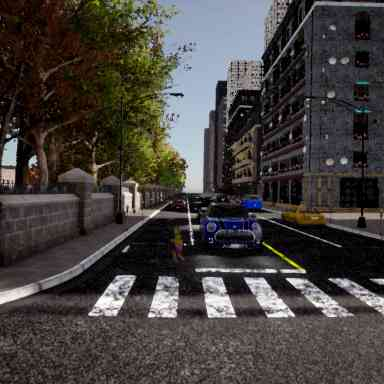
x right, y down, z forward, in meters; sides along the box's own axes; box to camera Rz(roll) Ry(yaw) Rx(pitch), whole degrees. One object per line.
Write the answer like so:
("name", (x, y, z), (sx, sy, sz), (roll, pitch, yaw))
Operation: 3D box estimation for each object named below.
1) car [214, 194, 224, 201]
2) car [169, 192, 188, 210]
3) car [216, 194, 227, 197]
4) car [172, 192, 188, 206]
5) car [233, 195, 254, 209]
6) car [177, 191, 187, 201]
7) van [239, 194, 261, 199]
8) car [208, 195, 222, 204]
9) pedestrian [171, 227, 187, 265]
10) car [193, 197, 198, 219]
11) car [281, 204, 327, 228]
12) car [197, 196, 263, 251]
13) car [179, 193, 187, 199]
("car", (6.169, 1.191, 76.833), (2.008, 1.369, 4.403), (1, 0, -1))
("car", (-1.556, 1.138, 37.924), (1.967, 1.590, 4.097), (1, 0, -1))
("car", (4.082, 1.107, 46.709), (2.097, 1.767, 4.553), (1, 0, 0))
("car", (-1.739, 0.952, 48.999), (2.192, 1.841, 5.009), (1, 0, -1))
("car", (6.729, 1.260, 43.606), (1.967, 1.590, 4.097), (1, 0, -1))
("car", (-2.110, 0.832, 71.150), (2.192, 1.841, 5.009), (1, 0, -1))
("van", (6.824, 1.192, 38.067), (1.690, 1.788, 3.998), (1, 0, -1))
("car", (3.912, 1.301, 56.752), (1.895, 1.301, 4.718), (1, 0, -1))
("pedestrian", (-0.360, 1.548, 9.585), (0.500, 1.100, 0.500), (1, 0, -1))
("car", (1.266, 1.353, 23.595), (1.812, 1.442, 4.674), (1, 0, -1))
("car", (7.094, 1.470, 21.624), (1.752, 1.417, 4.829), (1, 0, -1))
("car", (1.439, 1.238, 13.553), (2.097, 1.767, 4.553), (1, 0, -1))
("car", (-2.394, 0.997, 87.765), (1.947, 1.339, 4.313), (1, 0, -1))
